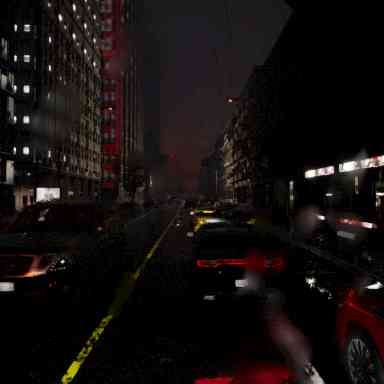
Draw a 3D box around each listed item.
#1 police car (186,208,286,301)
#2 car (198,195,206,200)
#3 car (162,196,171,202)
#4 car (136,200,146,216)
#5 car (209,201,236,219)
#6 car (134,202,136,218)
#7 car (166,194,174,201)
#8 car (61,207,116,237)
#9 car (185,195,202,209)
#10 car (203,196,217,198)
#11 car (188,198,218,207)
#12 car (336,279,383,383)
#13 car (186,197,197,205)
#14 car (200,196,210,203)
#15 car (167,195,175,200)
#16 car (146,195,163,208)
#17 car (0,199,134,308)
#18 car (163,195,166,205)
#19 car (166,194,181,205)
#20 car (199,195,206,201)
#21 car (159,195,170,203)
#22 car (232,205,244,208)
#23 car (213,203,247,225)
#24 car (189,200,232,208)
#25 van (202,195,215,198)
[{"bbox_3d":[0.897,1.426,8.521,1.930,1.638,5.238,0,0,0],"label":"police car"},{"bbox_3d":[2.676,1.488,92.352,2.008,1.369,4.403,1,0,0],"label":"car"},{"bbox_3d":[-5.701,1.541,75.414,1.802,1.307,4.206,1,0,0],"label":"car"},{"bbox_3d":[-5.689,1.561,30.160,1.947,1.339,4.313,1,0,0],"label":"car"},{"bbox_3d":[2.692,1.546,30.128,2.008,1.369,4.403,1,0,0],"label":"car"},{"bbox_3d":[-5.687,1.543,24.503,1.887,1.381,4.507,1,0,0],"label":"car"},{"bbox_3d":[-5.701,1.385,86.729,1.967,1.590,4.097,1,0,0],"label":"car"},{"bbox_3d":[-5.687,1.582,18.846,1.802,1.307,4.206,1,0,0],"label":"car"},{"bbox_3d":[-0.006,1.463,45.875,1.882,1.535,5.008,0,0,0],"label":"car"},{"bbox_3d":[2.688,1.554,41.442,1.947,1.339,4.313,1,0,0],"label":"car"},{"bbox_3d":[0.809,1.454,24.600,1.801,1.575,5.366,0,0,0],"label":"car"},{"bbox_3d":[2.702,1.316,1.845,2.192,1.841,5.009,1,0,0],"label":"car"},{"bbox_3d":[-0.017,1.576,60.036,1.895,1.301,4.718,0,0,0],"label":"car"},{"bbox_3d":[2.681,1.547,69.725,1.802,1.307,4.206,1,0,0],"label":"car"},{"bbox_3d":[-5.704,1.503,92.385,1.947,1.339,4.313,1,0,0],"label":"car"},{"bbox_3d":[-5.692,1.425,47.132,1.967,1.590,4.097,1,0,0],"label":"car"},{"bbox_3d":[-3.102,1.222,8.288,2.150,2.045,5.566,0,0,0],"label":"car"},{"bbox_3d":[-5.696,1.558,58.445,1.802,1.307,4.206,1,0,0],"label":"car"},{"bbox_3d":[-3.014,1.503,57.120,1.812,1.442,4.674,0,0,0],"label":"car"},{"bbox_3d":[2.677,1.527,86.695,1.802,1.307,4.206,1,0,0],"label":"car"},{"bbox_3d":[-5.697,1.406,69.758,1.967,1.590,4.097,1,0,0],"label":"car"},{"bbox_3d":[2.695,1.525,18.985,1.752,1.417,4.829,1,0,0],"label":"car"},{"bbox_3d":[2.693,1.564,24.471,1.947,1.339,4.313,1,0,0],"label":"car"},{"bbox_3d":[0.894,1.455,18.602,1.801,1.575,5.366,0,0,0],"label":"car"},{"bbox_3d":[2.690,1.326,47.099,1.690,1.788,3.998,1,0,0],"label":"van"}]
